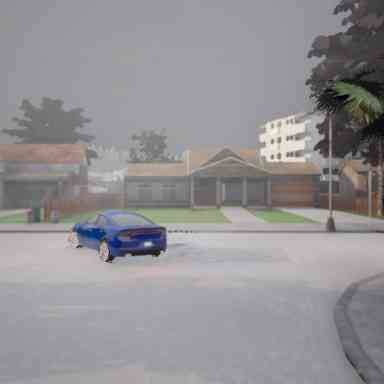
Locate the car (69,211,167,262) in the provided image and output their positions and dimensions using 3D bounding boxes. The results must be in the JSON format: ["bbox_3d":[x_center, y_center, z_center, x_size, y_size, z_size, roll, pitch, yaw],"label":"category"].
[{"bbox_3d":[-2.826,1.419,12.056,1.882,1.535,5.008,1,-1,-37],"label":"car"}]
